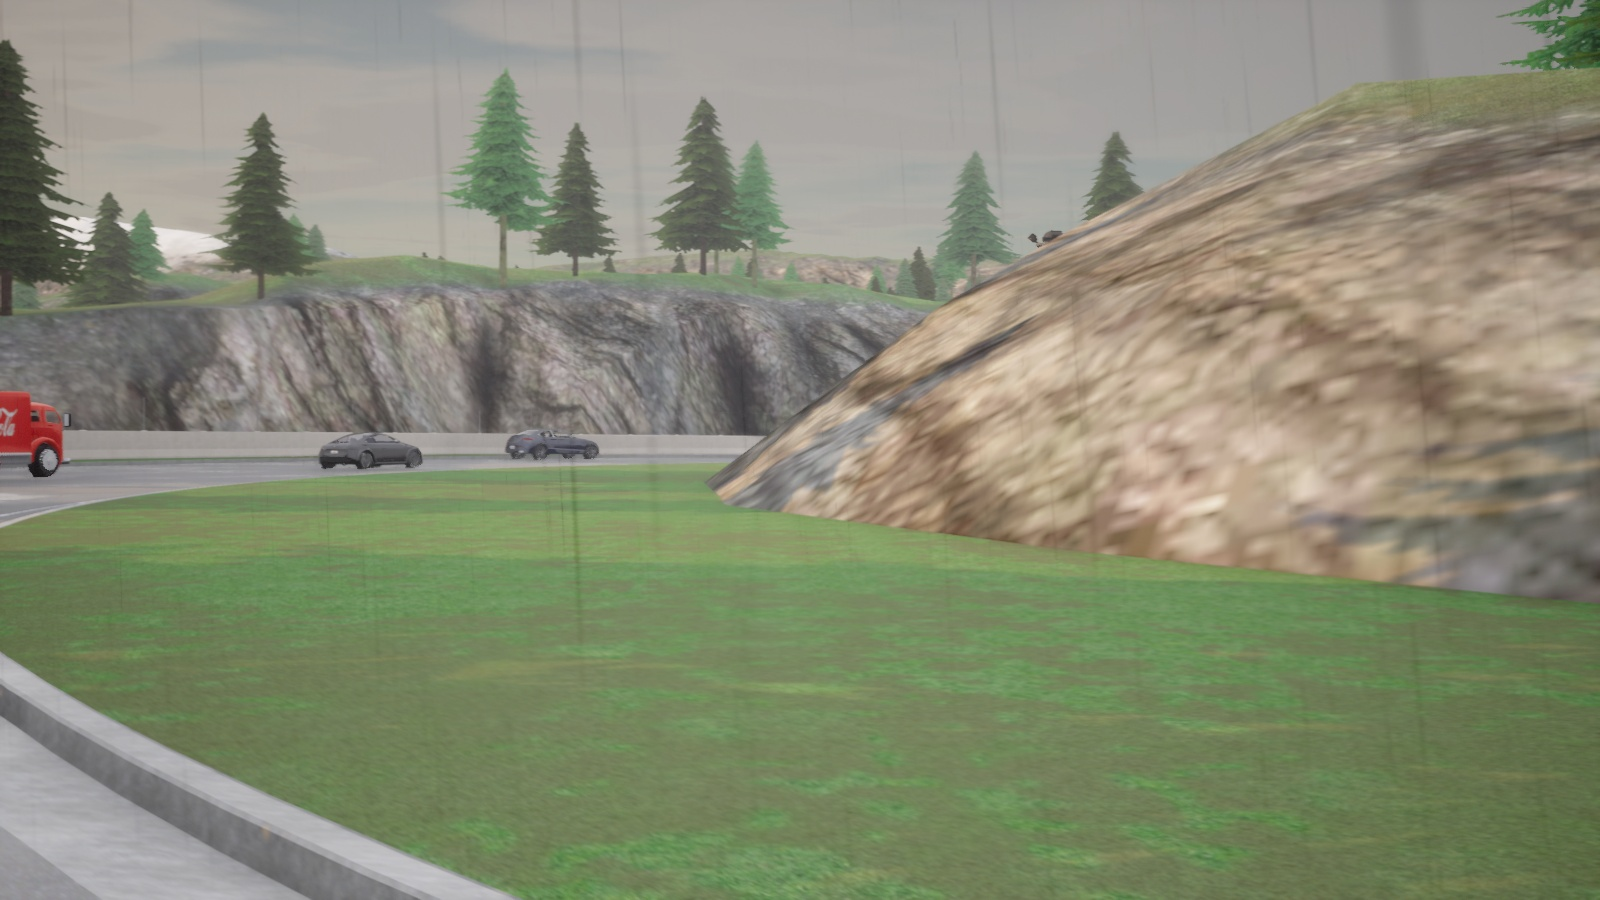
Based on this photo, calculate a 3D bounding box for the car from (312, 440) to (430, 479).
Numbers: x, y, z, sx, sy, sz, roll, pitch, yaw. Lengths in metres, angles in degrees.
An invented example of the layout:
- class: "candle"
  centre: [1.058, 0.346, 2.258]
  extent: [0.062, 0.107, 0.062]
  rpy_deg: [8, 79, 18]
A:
- class: "car"
  centre: [-16.292, 0.323, 47.888]
  extent: [1.994, 1.385, 4.181]
  rpy_deg: [0, 1, 22]

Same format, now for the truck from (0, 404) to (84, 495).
- class: "truck"
  centre: [-23.056, -0.009, 35.224]
  extent: [2.627, 2.467, 5.204]
  rpy_deg: [-1, 1, 5]

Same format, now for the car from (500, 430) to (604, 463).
- class: "car"
  centre: [-12.962, -0.219, 65.822]
  extent: [2.152, 1.651, 5.027]
  rpy_deg: [0, 1, 42]
